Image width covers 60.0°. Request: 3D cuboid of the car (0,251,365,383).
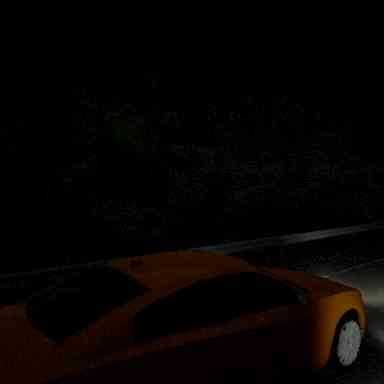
[{"bbox_3d":[0.097,1.467,3.911,5.008,1.535,1.882,0,0,-36],"label":"car"}]
